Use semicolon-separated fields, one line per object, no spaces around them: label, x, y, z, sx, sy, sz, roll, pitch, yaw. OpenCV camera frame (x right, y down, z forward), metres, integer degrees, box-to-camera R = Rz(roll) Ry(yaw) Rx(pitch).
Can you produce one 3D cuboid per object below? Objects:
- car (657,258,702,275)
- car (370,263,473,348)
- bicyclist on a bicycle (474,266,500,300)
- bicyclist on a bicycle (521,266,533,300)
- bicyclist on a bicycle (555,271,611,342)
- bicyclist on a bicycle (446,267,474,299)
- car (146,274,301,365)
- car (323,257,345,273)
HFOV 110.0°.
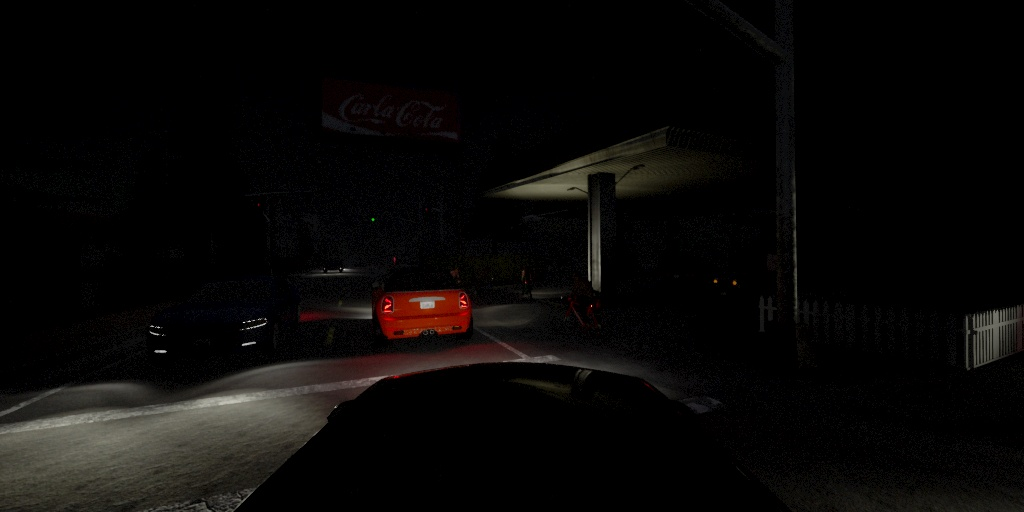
car;20.646;1.277;44.917;5.357;1.411;2.033;0;0;-24
car;-2.563;1.052;9.459;2.097;1.767;4.553;0;0;-22
bicyclist on a bicycle;-1.356;1.336;17.770;1.656;1.620;0.582;0;0;-21
bicyclist on a bicycle;0.753;1.326;17.890;0.582;1.620;1.656;-1;0;16
bicyclist on a bicycle;1.687;1.198;8.683;0.582;1.620;1.656;3;-2;-43
bicyclist on a bicycle;-2.660;1.310;16.386;1.656;1.620;0.582;1;0;37
car;-6.274;1.210;8.381;1.882;1.535;5.008;0;0;-23
car;-23.808;1.173;47.775;2.150;2.045;5.566;0;0;-25
